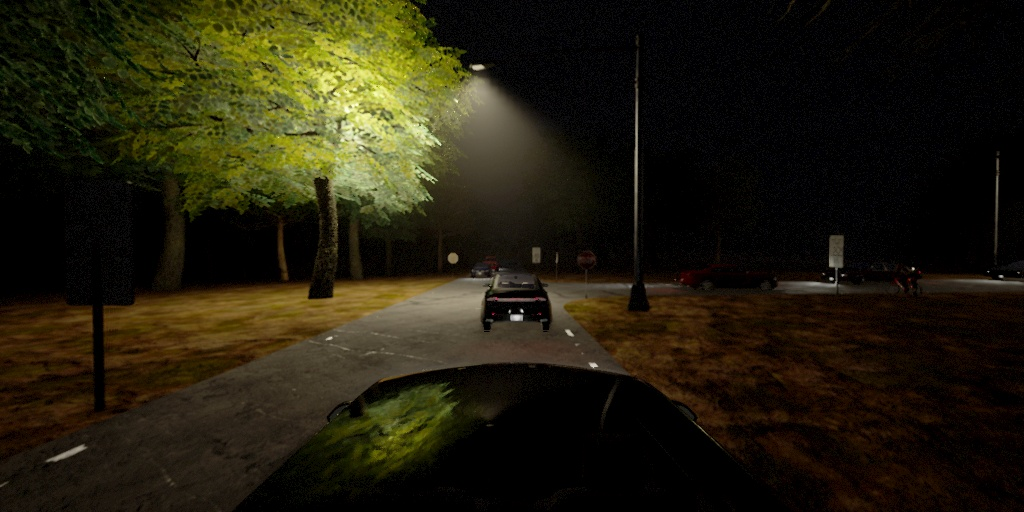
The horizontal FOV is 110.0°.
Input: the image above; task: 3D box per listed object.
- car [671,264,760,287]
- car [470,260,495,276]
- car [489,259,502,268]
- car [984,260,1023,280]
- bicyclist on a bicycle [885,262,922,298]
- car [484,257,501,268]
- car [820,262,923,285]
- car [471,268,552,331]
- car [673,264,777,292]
[{"bbox_3d":[13.287,1.266,23.633,4.718,1.301,1.895,-1,1,2],"label":"car"},{"bbox_3d":[-3.022,1.398,36.138,1.812,1.442,4.674,0,0,0],"label":"car"},{"bbox_3d":[-2.912,1.387,64.919,2.128,1.511,4.902,0,0,1],"label":"car"},{"bbox_3d":[35.293,0.973,24.151,5.357,1.411,2.033,0,1,-5],"label":"car"},{"bbox_3d":[18.579,1.125,17.057,0.582,1.620,1.656,-1,-1,1],"label":"bicyclist on a bicycle"},{"bbox_3d":[-2.977,1.118,49.591,2.150,2.045,5.566,0,0,1],"label":"car"},{"bbox_3d":[23.538,1.082,23.527,5.357,1.411,2.033,-1,1,-2],"label":"car"},{"bbox_3d":[0.119,1.287,11.127,2.128,1.511,4.902,0,0,0],"label":"car"},{"bbox_3d":[12.335,1.201,20.619,5.008,1.535,1.882,-1,1,5],"label":"car"}]
